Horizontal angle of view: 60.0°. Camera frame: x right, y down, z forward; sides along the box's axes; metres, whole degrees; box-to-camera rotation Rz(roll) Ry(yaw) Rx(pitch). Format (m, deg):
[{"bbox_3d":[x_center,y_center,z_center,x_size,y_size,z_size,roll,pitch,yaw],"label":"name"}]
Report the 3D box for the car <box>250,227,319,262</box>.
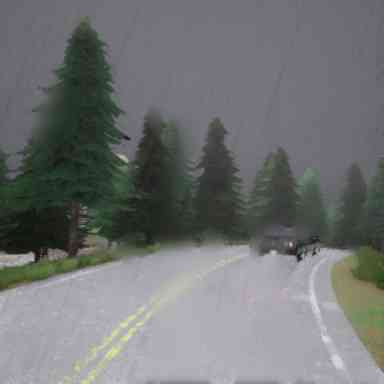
[{"bbox_3d":[4.227,2.179,14.516,1.895,1.301,4.718,-2,-6,31],"label":"car"}]
